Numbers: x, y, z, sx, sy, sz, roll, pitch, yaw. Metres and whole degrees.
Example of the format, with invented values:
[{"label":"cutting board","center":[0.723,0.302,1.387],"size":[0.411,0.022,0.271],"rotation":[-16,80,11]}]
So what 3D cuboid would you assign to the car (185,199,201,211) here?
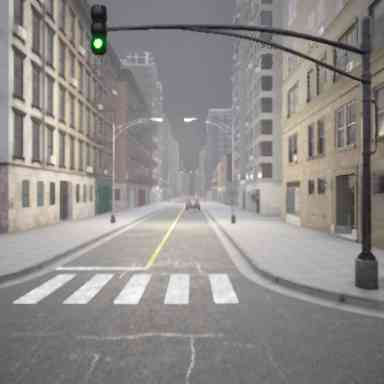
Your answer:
[{"label":"car","center":[0.122,1.700,46.975],"size":[2.097,1.767,4.553],"rotation":[0,0,0]}]

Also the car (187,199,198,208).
[{"label":"car","center":[0.112,1.949,56.665],"size":[1.812,1.442,4.674],"rotation":[0,0,0]}]
